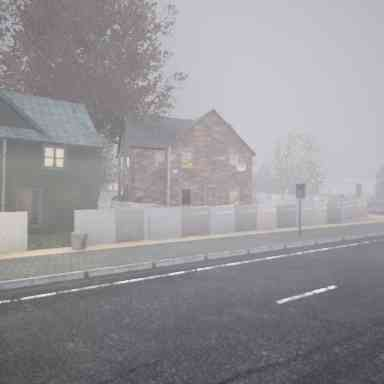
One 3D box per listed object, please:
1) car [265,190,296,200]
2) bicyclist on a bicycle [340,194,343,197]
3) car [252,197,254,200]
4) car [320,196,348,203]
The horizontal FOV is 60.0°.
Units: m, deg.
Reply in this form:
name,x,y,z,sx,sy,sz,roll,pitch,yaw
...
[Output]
name,x,y,z,sx,sy,sz,roll,pitch,yaw
car,12.119,0.803,45.943,2.150,2.045,5.566,1,0,-20
bicyclist on a bicycle,19.384,1.093,43.096,1.656,1.620,0.582,1,0,-20
car,8.490,0.967,55.991,2.033,1.411,5.357,1,0,-19
car,15.524,1.225,36.522,2.128,1.511,4.902,1,0,-20
